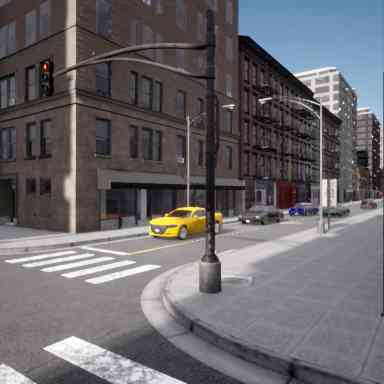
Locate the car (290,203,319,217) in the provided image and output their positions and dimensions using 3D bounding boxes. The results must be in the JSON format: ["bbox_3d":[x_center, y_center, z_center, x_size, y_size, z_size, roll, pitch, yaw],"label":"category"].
[{"bbox_3d":[11.521,1.816,34.329,1.895,1.301,4.718,0,0,36],"label":"car"}]

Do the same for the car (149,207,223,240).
[{"bbox_3d":[-0.208,1.576,17.891,1.882,1.535,5.008,0,0,35],"label":"car"}]

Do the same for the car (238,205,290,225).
[{"bbox_3d":[5.533,1.704,25.949,2.033,1.411,5.357,0,0,35],"label":"car"}]

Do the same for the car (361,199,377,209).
[{"bbox_3d":[27.670,1.841,51.920,1.837,1.490,4.892,0,-1,36],"label":"car"}]

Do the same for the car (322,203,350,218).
[{"bbox_3d":[14.551,1.786,33.517,1.994,1.385,4.181,0,0,36],"label":"car"}]
